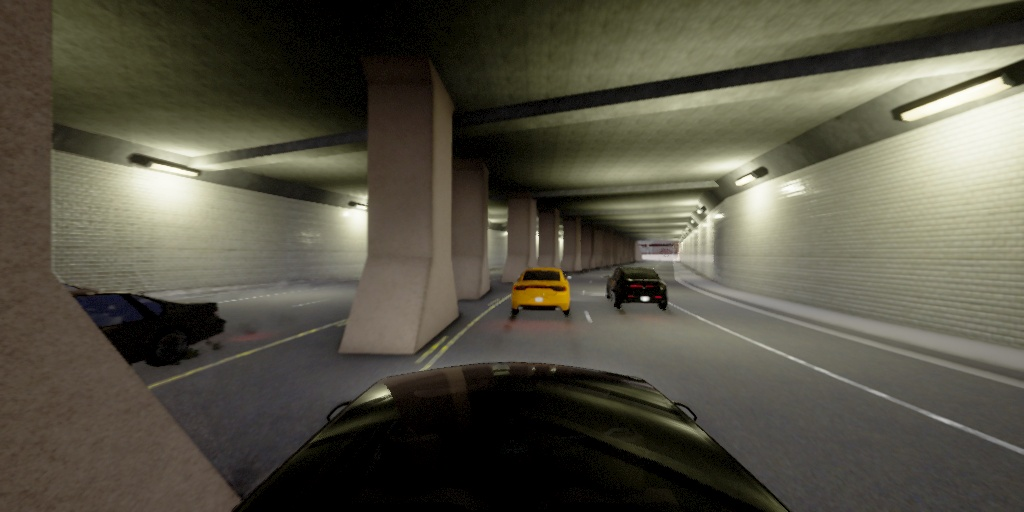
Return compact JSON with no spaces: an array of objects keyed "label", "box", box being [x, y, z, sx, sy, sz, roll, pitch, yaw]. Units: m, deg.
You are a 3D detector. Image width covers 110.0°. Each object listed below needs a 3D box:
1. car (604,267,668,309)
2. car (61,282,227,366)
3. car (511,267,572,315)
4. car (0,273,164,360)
[{"label":"car","box":[4.942,1.197,14.625,1.837,1.490,4.892,0,0,10]},{"label":"car","box":[-6.926,1.216,5.017,2.033,1.411,5.357,0,0,3]},{"label":"car","box":[1.173,1.149,13.278,1.882,1.535,5.008,0,0,8]},{"label":"car","box":[-10.310,1.175,6.778,2.033,1.411,5.357,0,0,4]}]
